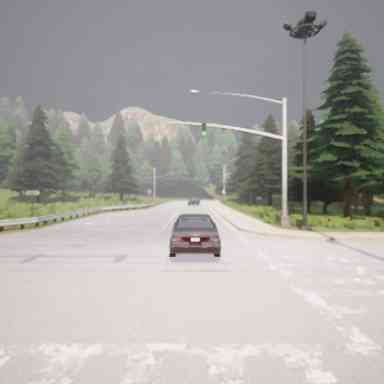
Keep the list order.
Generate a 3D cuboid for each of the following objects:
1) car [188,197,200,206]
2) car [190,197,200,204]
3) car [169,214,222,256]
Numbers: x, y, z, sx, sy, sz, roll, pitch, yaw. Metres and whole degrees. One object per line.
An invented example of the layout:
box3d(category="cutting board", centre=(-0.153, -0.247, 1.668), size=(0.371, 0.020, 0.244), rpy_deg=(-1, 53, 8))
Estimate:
box3d(category="car", centre=(0.282, 1.544, 55.517), size=(2.033, 1.411, 5.357), rpy_deg=(0, 0, 2))
box3d(category="car", centre=(0.680, 1.597, 65.981), size=(1.895, 1.301, 4.718), rpy_deg=(0, 0, 2))
box3d(category="car", centre=(0.106, 1.561, 13.042), size=(2.033, 1.411, 5.357), rpy_deg=(0, 0, 0))
